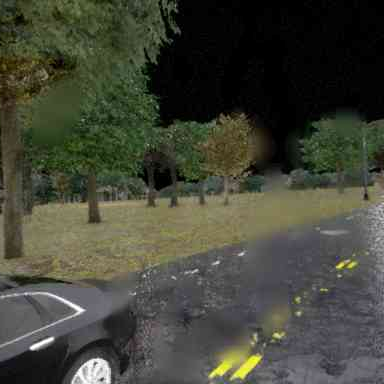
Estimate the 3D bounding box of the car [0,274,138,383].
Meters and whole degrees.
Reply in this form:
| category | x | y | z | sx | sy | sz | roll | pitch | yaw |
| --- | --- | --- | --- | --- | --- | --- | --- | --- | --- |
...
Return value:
| category | x | y | z | sx | sy | sz | roll | pitch | yaw |
| --- | --- | --- | --- | --- | --- | --- | --- | --- | --- |
| car | -2.553 | 1.640 | 2.677 | 1.837 | 1.490 | 4.892 | -3 | -1 | 34 |
